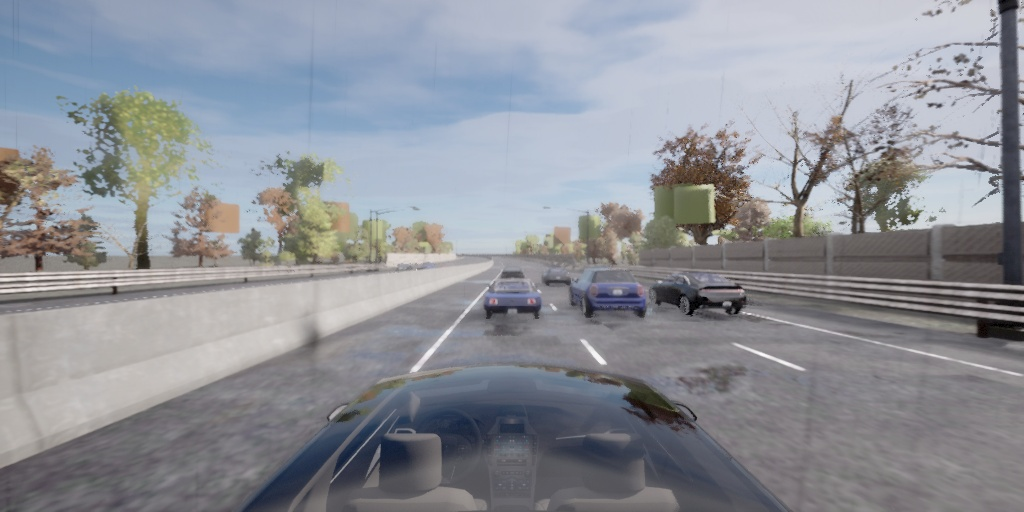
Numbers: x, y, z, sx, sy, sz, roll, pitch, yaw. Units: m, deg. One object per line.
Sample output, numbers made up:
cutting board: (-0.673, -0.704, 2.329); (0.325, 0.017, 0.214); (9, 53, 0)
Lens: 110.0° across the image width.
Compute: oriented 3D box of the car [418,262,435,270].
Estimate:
car: (-14.098, 1.765, 59.255); (2.097, 1.767, 4.553); (0, -1, 0)

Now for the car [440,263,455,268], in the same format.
car: (-10.598, 1.890, 59.201); (1.882, 1.535, 5.008); (0, -1, 0)

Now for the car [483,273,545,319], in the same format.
car: (0.036, 1.489, 13.534); (1.895, 1.301, 4.718); (0, -1, 0)

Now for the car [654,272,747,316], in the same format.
car: (7.041, 1.387, 14.134); (2.128, 1.511, 4.902); (0, -1, 0)

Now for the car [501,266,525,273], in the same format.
car: (0.047, 1.562, 30.400); (1.882, 1.535, 5.008); (0, 0, 0)

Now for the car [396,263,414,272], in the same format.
car: (-17.595, 1.903, 59.094); (2.128, 1.511, 4.902); (0, -1, 0)

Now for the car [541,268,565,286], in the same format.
car: (3.539, 1.637, 29.324); (1.994, 1.385, 4.181); (0, -1, 1)

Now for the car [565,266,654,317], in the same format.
car: (3.540, 1.246, 14.059); (2.097, 1.767, 4.553); (0, -1, 0)
